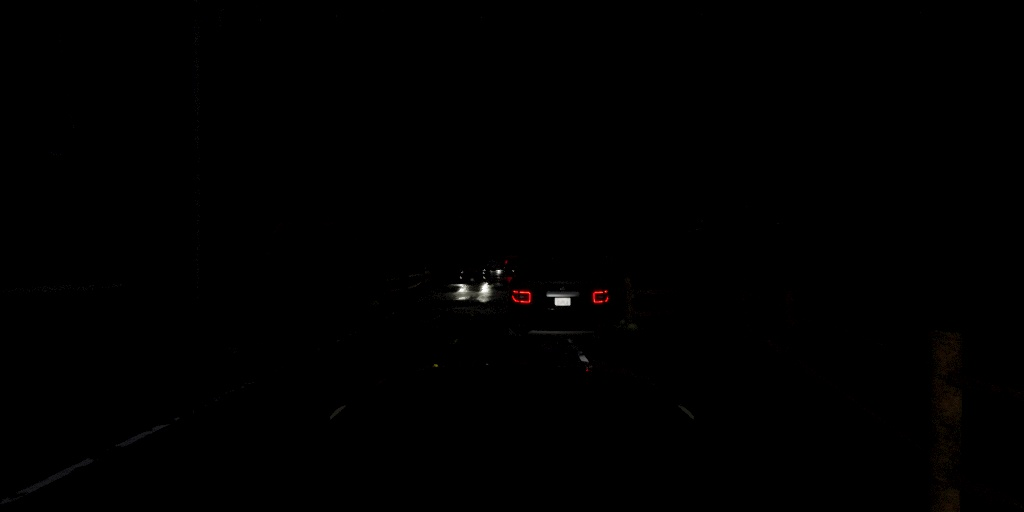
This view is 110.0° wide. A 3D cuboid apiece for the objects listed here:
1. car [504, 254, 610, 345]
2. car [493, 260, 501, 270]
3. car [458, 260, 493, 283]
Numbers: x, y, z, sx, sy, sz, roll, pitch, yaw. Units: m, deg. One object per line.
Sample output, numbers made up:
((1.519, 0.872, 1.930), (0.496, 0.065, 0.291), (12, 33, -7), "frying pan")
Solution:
((0.978, 0.972, 9.582), (2.150, 2.045, 5.566), (0, 0, 0), "car")
((-2.672, 1.291, 52.913), (1.812, 1.442, 4.674), (0, 0, 0), "car")
((-2.809, 1.102, 27.541), (2.097, 1.767, 4.553), (0, 0, 0), "car")
